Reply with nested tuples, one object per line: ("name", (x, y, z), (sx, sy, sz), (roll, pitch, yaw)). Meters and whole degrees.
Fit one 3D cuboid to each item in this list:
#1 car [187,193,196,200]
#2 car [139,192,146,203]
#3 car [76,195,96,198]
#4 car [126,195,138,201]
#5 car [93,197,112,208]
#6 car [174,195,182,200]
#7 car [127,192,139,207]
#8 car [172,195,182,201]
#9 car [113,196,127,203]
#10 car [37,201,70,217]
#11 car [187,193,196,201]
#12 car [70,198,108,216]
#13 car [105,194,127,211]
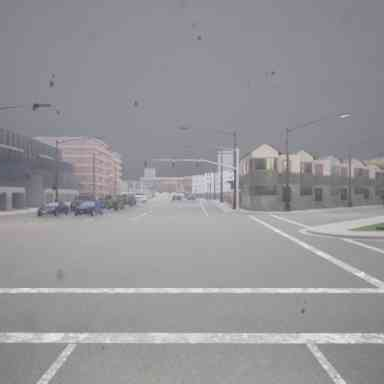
("car", (-0.148, 1.137, 87.819), (2.097, 1.767, 4.553), (0, -2, 0))
("car", (-10.624, 1.084, 67.709), (2.150, 2.045, 5.566), (0, 1, 0))
("car", (-14.169, 1.427, 43.819), (2.150, 2.045, 5.566), (0, 0, 0))
("car", (-14.132, 1.364, 78.444), (2.033, 1.411, 5.357), (0, 0, 0))
("car", (-14.176, 1.639, 53.116), (1.812, 1.442, 4.674), (0, 1, 0))
("car", (-3.648, 1.377, 87.866), (1.895, 1.301, 4.718), (0, -2, 0))
("car", (-10.677, 1.306, 54.962), (2.150, 2.045, 5.566), (0, 1, 0))
("car", (-3.630, 1.343, 77.408), (2.128, 1.511, 4.902), (0, -1, 0))
("car", (-14.136, 1.455, 65.542), (1.994, 1.385, 4.181), (0, 1, 0))
("car", (-14.161, 1.717, 34.248), (1.812, 1.442, 4.674), (0, 0, 0))
("car", (-0.131, 1.418, 77.859), (1.895, 1.301, 4.718), (0, -1, 0))
("car", (-10.660, 1.670, 34.685), (1.882, 1.535, 5.008), (0, 0, 0))
("car", (-10.665, 1.420, 44.617), (2.150, 2.045, 5.566), (0, 1, 1))
